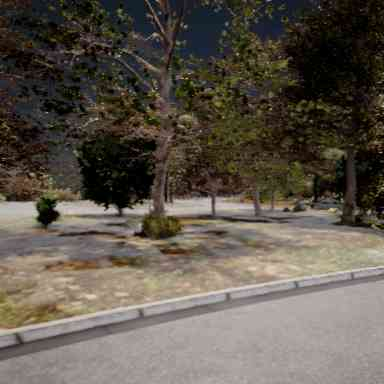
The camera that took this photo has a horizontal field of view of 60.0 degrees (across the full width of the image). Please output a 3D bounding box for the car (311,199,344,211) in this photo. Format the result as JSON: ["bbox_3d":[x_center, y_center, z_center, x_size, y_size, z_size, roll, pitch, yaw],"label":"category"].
[{"bbox_3d":[15.083,1.424,36.074,4.181,1.385,1.994,1,0,28],"label":"car"}]
